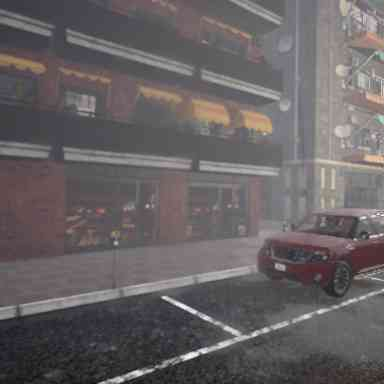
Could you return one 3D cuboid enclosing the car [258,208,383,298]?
[{"bbox_3d":[4.048,1.405,8.981,5.009,1.841,2.192,1,0,-36],"label":"car"}]
